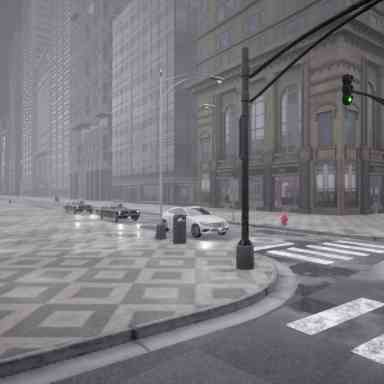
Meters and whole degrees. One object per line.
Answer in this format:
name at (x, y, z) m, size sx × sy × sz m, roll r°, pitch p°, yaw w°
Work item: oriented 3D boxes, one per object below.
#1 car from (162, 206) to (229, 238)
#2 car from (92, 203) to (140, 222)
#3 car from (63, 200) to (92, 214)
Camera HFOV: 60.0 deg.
car at (-0.052, 1.475, 17.749) m, size 1.812 × 1.442 × 4.674 m, roll 0°, pitch 0°, yaw -37°
car at (-5.807, 1.523, 25.867) m, size 1.895 × 1.301 × 4.718 m, roll 0°, pitch 0°, yaw -35°
car at (-11.691, 1.498, 34.156) m, size 1.895 × 1.301 × 4.718 m, roll 0°, pitch 0°, yaw -35°
